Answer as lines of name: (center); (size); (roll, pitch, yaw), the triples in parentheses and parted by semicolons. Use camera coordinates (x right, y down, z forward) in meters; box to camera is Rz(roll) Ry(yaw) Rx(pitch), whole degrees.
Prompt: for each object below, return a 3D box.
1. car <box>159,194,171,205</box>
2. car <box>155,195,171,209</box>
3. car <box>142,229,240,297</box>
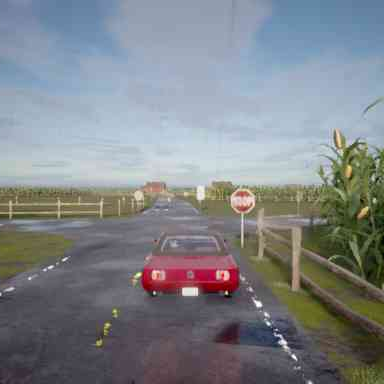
car: (-4.947, 1.356, 61.418); (2.097, 1.767, 4.553); (0, 0, -3)
car: (-4.077, 1.549, 45.640); (2.033, 1.411, 5.357); (0, 0, -3)
car: (-0.040, 1.599, 8.507); (1.895, 1.301, 4.718); (0, 0, 0)
